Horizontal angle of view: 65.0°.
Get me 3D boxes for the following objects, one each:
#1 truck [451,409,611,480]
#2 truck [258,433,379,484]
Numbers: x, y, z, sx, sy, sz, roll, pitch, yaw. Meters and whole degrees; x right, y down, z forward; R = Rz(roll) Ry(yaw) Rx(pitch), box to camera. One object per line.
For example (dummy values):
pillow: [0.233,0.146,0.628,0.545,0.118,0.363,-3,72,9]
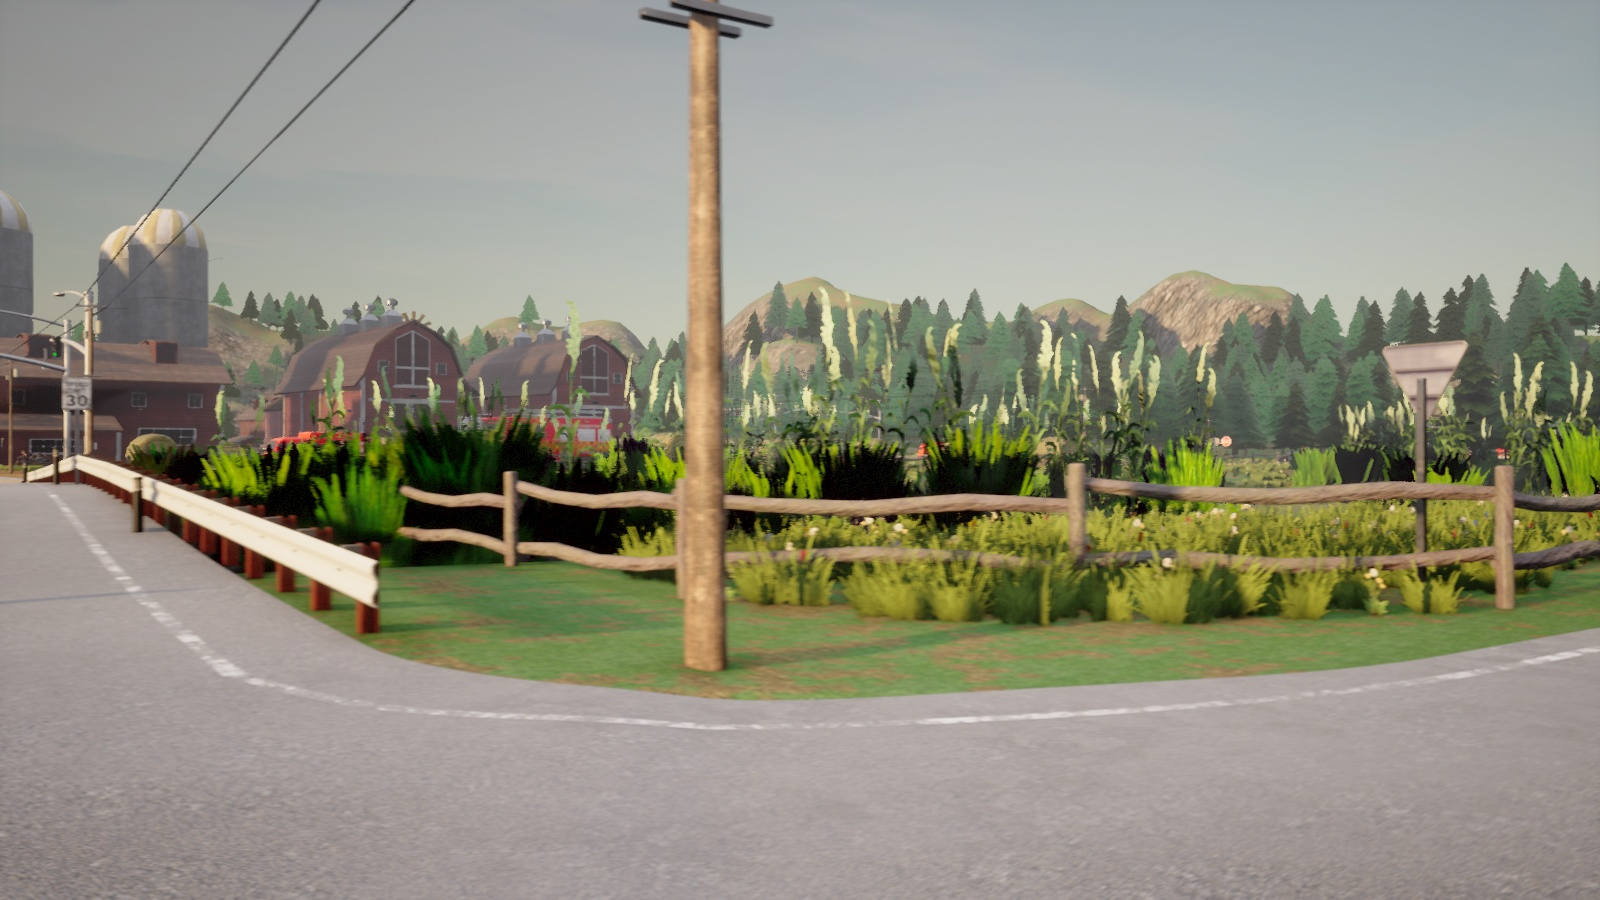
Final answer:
truck: [-15.265,-0.319,71.680,8.468,3.827,2.891,0,0,-38]
truck: [-24.615,0.411,64.289,5.204,2.467,2.627,0,0,-38]
